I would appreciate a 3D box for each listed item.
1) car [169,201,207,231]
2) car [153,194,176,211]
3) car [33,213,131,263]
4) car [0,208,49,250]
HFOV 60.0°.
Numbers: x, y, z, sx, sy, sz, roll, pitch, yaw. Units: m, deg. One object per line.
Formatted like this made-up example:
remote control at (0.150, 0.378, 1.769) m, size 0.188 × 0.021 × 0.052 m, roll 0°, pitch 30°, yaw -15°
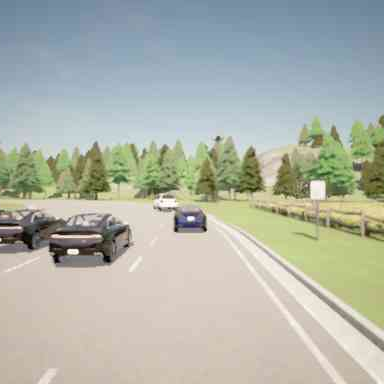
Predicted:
car at (-0.207, 1.513, 20.762) m, size 2.163 × 1.488 × 4.792 m, roll 0°, pitch 0°, yaw -3°
car at (-3.399, 1.239, 41.094) m, size 2.150 × 2.045 × 5.566 m, roll 1°, pitch 0°, yaw -16°
car at (-3.417, 1.497, 11.922) m, size 2.128 × 1.511 × 4.902 m, roll 0°, pitch 0°, yaw 0°
car at (-6.945, 1.497, 14.233) m, size 2.128 × 1.511 × 4.902 m, roll 0°, pitch 0°, yaw -1°
